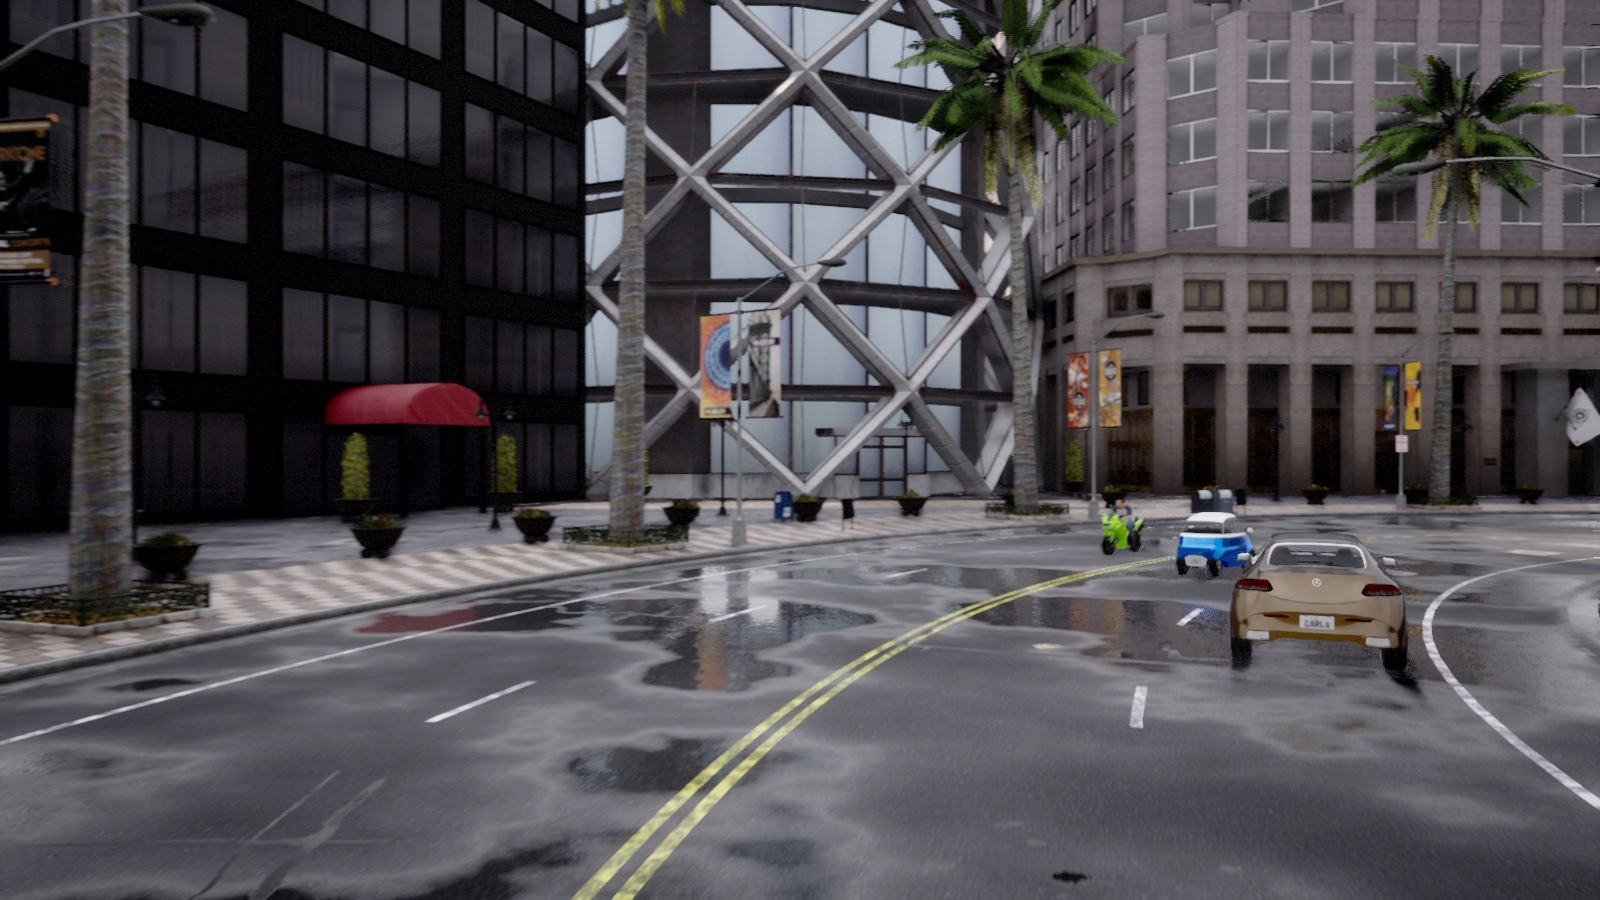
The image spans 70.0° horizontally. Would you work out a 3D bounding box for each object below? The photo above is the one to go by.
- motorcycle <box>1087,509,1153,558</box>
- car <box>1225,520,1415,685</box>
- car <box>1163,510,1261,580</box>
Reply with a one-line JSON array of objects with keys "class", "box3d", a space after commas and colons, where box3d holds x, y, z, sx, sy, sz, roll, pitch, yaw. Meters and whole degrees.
[{"class": "motorcycle", "box3d": [8.592, 2.220, 30.615, 0.803, 1.145, 2.033, 0, 0, 44]}, {"class": "car", "box3d": [7.431, 1.998, 16.483, 2.152, 1.651, 5.027, 0, 0, 24]}, {"class": "car", "box3d": [9.437, 2.129, 26.123, 1.481, 1.376, 2.207, 0, 0, 39]}]
